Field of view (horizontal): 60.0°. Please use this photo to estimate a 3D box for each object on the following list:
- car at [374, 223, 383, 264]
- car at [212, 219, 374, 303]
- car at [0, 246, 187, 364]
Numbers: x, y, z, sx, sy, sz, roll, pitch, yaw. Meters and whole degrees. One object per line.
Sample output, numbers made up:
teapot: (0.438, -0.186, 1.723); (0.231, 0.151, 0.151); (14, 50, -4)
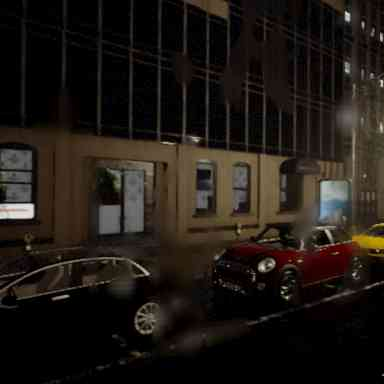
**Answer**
car: (6.915, 1.660, 11.488); (4.829, 1.417, 1.752); (1, 0, -35)
car: (2.456, 1.515, 8.309); (4.097, 1.590, 1.967); (1, 0, -35)
car: (-2.144, 1.563, 5.028); (4.403, 1.369, 2.008); (1, 0, -35)
